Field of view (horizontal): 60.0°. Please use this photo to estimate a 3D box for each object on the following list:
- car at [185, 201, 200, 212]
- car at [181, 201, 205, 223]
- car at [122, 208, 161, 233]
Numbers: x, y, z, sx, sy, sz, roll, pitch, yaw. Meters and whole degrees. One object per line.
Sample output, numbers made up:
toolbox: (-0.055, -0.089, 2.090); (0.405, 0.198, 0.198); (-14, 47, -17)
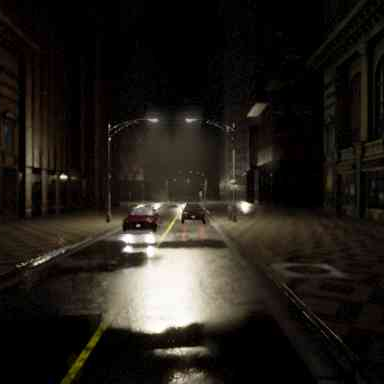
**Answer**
car: (0.084, 1.903, 45.243); (1.895, 1.301, 4.718); (0, 0, 0)
car: (0.091, 1.705, 27.147); (1.812, 1.442, 4.674); (0, 0, 0)
car: (-3.008, 1.699, 20.624); (1.994, 1.385, 4.181); (0, 0, 0)
